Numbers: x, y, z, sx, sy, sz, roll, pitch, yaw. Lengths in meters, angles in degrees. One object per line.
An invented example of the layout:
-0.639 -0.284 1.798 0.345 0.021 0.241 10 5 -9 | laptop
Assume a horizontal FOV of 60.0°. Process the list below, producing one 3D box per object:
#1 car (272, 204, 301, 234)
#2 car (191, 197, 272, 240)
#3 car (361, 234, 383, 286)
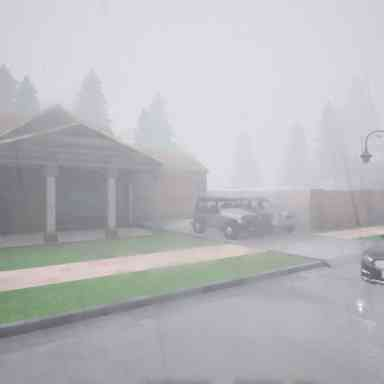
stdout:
3.415 1.172 17.749 1.932 1.855 4.605 0 0 -36 | car
1.596 1.174 15.971 1.905 1.878 3.866 0 0 -36 | car
6.150 1.490 8.336 4.902 1.511 2.128 0 0 -35 | car
